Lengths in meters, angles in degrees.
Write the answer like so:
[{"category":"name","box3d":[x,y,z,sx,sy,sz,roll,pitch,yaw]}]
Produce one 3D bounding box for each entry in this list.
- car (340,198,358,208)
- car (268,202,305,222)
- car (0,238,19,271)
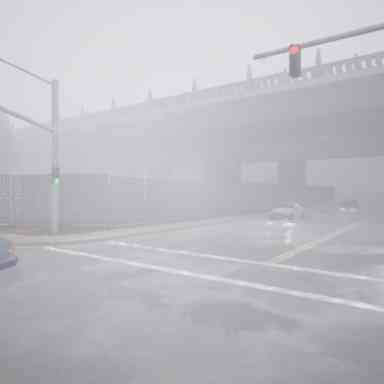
[{"category":"car","box3d":[23.031,1.586,48.729,1.994,1.385,4.181,0,0,35]},{"category":"car","box3d":[7.880,1.567,27.384,1.812,1.442,4.674,0,0,35]},{"category":"car","box3d":[-6.627,1.533,6.954,2.033,1.411,5.357,0,0,35]}]
